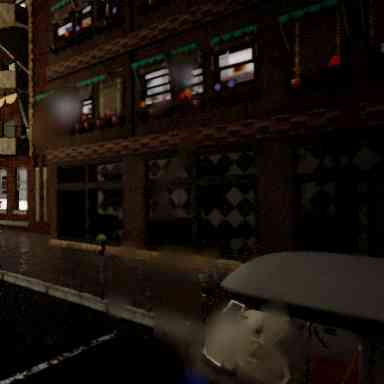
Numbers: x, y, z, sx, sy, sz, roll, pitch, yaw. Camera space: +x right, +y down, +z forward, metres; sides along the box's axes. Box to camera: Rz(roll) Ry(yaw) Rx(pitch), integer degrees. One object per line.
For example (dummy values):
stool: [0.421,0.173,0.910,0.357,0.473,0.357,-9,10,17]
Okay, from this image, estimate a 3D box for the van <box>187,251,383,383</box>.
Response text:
van: [1.771,1.342,1.628,3.998,1.788,1.690,0,-1,36]
